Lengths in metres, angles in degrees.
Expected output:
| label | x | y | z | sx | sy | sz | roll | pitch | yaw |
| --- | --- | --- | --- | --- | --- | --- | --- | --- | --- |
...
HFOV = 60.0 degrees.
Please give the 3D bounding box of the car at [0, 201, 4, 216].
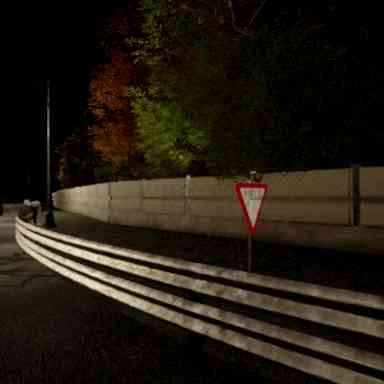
| label | x | y | z | sx | sy | sz | roll | pitch | yaw |
| --- | --- | --- | --- | --- | --- | --- | --- | --- | --- |
| car | -21.383 | 1.611 | 35.264 | 2.150 | 2.045 | 5.566 | 0 | -1 | -24 |
